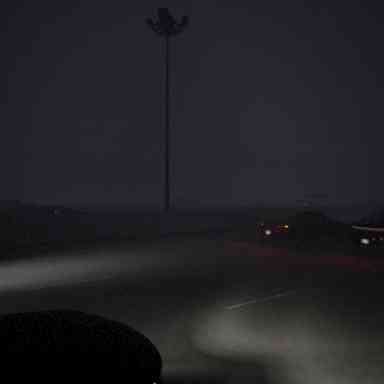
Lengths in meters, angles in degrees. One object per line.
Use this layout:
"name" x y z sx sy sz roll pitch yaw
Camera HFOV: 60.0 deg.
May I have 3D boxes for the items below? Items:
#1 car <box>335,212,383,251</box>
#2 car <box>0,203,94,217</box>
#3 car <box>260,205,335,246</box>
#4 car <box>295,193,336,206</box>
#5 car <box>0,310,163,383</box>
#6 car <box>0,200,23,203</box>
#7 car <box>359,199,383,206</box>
"car" 8.099 1.490 12.719 4.902 1.511 2.128 0 0 -30
"car" -8.363 1.505 19.344 5.357 1.411 2.033 0 0 -33
"car" 5.179 1.516 15.092 4.674 1.442 1.812 0 0 -30
"car" 16.281 1.195 43.854 5.566 2.045 2.150 0 0 -21
"car" -2.493 1.469 1.877 5.008 1.535 1.882 0 0 -36
"car" -11.139 1.475 21.657 4.674 1.442 1.812 0 0 -33
"car" 23.666 1.555 42.797 4.181 1.385 1.994 0 0 -19
